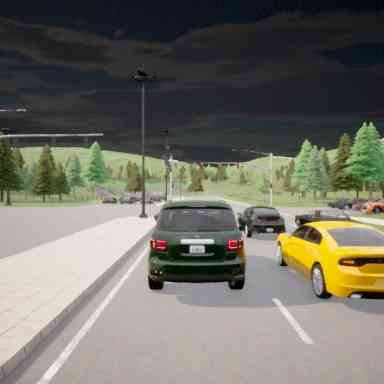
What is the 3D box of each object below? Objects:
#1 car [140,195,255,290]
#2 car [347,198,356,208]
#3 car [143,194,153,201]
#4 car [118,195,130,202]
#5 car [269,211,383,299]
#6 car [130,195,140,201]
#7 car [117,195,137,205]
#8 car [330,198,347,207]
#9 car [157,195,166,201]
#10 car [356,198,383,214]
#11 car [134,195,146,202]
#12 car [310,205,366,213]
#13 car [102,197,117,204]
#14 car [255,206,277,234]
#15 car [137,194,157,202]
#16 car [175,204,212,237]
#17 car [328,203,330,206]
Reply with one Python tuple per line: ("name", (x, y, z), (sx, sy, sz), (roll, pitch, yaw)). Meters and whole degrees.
("car", (0.088, 1.221, 9.232), (2.150, 2.045, 5.566), (0, 0, 0))
("car", (20.727, 1.525, 37.925), (4.674, 1.442, 1.812), (0, 0, 1))
("car", (-11.646, 1.354, 88.632), (2.097, 1.767, 4.553), (0, 0, 0))
("car", (-15.123, 1.499, 74.357), (1.837, 1.490, 4.892), (0, 0, 0))
("car", (3.586, 1.478, 8.488), (1.882, 1.535, 5.008), (0, 0, 0))
("car", (-15.145, 1.477, 88.665), (1.882, 1.535, 5.008), (0, 0, 0))
("car", (-11.709, 1.525, 60.203), (1.812, 1.442, 4.674), (0, 0, 1))
("car", (20.351, 1.504, 41.428), (4.892, 1.490, 1.837), (0, 0, 1))
("car", (-8.144, 1.551, 87.702), (1.994, 1.385, 4.181), (0, 0, 0))
("car", (20.037, 1.352, 34.424), (4.553, 1.767, 2.097), (0, 0, 0))
("car", (-11.623, 1.523, 74.374), (1.812, 1.442, 4.674), (0, 0, 0))
("car", (7.074, 1.601, 17.887), (1.895, 1.301, 4.718), (0, 0, 0))
("car", (-15.154, 1.563, 61.629), (1.994, 1.385, 4.181), (0, 0, 0))
("car", (3.574, 1.504, 17.712), (1.837, 1.490, 4.892), (0, 0, 0))
("car", (-8.164, 1.490, 60.554), (2.128, 1.511, 4.902), (0, 0, 0))
("car", (0.072, 1.505, 19.089), (1.837, 1.490, 4.892), (0, 0, 0))
("car", (21.221, 1.547, 44.918), (5.357, 1.411, 2.033), (0, 0, 1))
